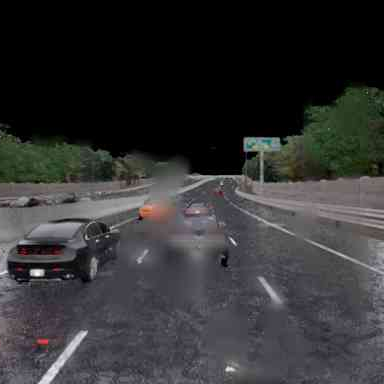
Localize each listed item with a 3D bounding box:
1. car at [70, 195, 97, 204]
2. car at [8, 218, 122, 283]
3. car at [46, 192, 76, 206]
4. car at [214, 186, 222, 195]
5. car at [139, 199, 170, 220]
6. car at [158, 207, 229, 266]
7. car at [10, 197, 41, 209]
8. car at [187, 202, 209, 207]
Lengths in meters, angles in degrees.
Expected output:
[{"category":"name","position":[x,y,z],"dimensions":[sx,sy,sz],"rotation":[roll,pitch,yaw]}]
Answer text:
[{"category":"car","position":[-13.290,1.399,41.988],"dimensions":[1.812,1.442,4.674],"rotation":[0,1,2]},{"category":"car","position":[-3.339,1.502,9.643],"dimensions":[1.837,1.490,4.892],"rotation":[0,0,0]},{"category":"car","position":[-16.747,1.081,43.157],"dimensions":[2.150,2.045,5.566],"rotation":[0,0,2]},{"category":"car","position":[7.351,-0.137,93.766],"dimensions":[2.150,2.045,5.566],"rotation":[0,2,5]},{"category":"car","position":[-3.032,1.335,27.733],"dimensions":[2.097,1.767,4.553],"rotation":[0,0,1]},{"category":"car","position":[0.180,1.490,11.476],"dimensions":[2.128,1.511,4.902],"rotation":[0,0,1]},{"category":"car","position":[-20.338,1.408,40.798],"dimensions":[1.812,1.442,4.674],"rotation":[0,1,2]},{"category":"car","position":[0.490,1.546,28.625],"dimensions":[1.994,1.385,4.181],"rotation":[0,0,1]}]
